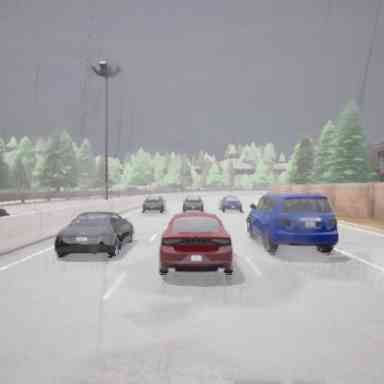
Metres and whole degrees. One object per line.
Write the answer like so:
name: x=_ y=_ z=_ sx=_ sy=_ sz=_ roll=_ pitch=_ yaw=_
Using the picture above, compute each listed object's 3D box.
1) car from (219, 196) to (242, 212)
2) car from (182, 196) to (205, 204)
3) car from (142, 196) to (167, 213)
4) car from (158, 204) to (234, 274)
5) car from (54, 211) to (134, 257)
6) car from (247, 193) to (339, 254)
car: x=3.595 y=1.110 z=31.340 sx=1.812 sy=1.442 sz=4.674 roll=0 pitch=1 yaw=0
car: x=0.109 y=1.086 z=30.595 sx=2.128 sy=1.511 sz=4.902 roll=0 pitch=1 yaw=0
car: x=-3.392 y=1.086 z=30.571 sx=2.128 sy=1.511 sz=4.902 roll=0 pitch=1 yaw=0
car: x=0.103 y=1.342 z=10.123 sx=1.882 sy=1.535 sz=5.008 roll=0 pitch=1 yaw=0
car: x=-3.397 y=1.400 z=12.261 sx=1.994 sy=1.385 sz=4.181 roll=0 pitch=1 yaw=0
car: x=3.592 y=1.050 z=12.827 sx=2.150 sy=2.045 sz=5.566 roll=0 pitch=1 yaw=0
